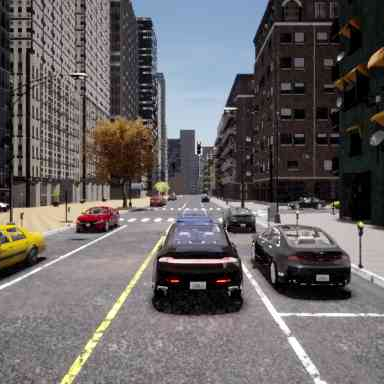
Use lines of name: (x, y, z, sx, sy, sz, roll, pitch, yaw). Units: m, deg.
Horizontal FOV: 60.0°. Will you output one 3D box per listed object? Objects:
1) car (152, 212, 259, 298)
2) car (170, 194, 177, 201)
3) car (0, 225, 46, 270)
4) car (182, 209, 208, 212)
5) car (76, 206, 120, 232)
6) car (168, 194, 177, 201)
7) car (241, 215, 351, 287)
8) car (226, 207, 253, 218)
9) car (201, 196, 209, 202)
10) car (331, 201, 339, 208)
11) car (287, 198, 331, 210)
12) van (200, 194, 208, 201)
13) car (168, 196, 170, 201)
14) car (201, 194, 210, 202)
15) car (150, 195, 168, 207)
car: (0.126, 1.492, 8.496, 2.128, 1.511, 4.902, 0, 0, 0)
car: (-5.308, 1.649, 85.724, 1.947, 1.339, 4.313, 0, 0, 0)
car: (-5.653, 1.526, 8.963, 1.752, 1.417, 4.829, 0, 0, 0)
car: (0.159, 1.605, 18.613, 1.895, 1.301, 4.718, 0, 0, 1)
car: (-5.602, 1.549, 20.198, 1.887, 1.381, 4.507, 0, 0, 0)
car: (-5.284, 1.409, 91.246, 2.192, 1.841, 5.009, 0, 0, 0)
car: (2.728, 1.551, 9.095, 2.008, 1.369, 4.403, 0, 0, 0)
car: (2.778, 1.555, 20.161, 2.008, 1.369, 4.403, 0, 0, 0)
car: (3.049, 1.599, 80.332, 1.752, 1.417, 4.829, 0, 0, 0)
car: (18.999, 1.259, 39.548, 4.829, 1.417, 1.752, -1, 1, 0)
car: (13.602, 1.359, 39.518, 4.403, 1.369, 2.008, -1, 1, 0)
van: (3.072, 1.424, 85.686, 1.690, 1.788, 3.998, 0, 0, 0)
car: (-5.432, 1.607, 58.109, 1.947, 1.339, 4.313, 0, 0, 0)
car: (3.023, 1.630, 74.639, 1.947, 1.339, 4.313, 0, 0, 0)
car: (-5.457, 1.349, 52.586, 2.192, 1.841, 5.009, 0, 0, 0)
